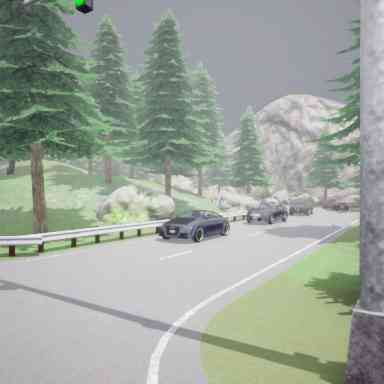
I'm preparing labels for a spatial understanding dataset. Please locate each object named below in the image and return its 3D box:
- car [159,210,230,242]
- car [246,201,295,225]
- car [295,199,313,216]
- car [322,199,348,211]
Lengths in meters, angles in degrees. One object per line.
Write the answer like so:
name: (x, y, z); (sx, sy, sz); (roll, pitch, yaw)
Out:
car: (0.216, 1.587, 16.532); (1.994, 1.385, 4.181); (0, 0, 33)
car: (5.680, 1.521, 24.842); (2.128, 1.511, 4.902); (0, 0, 33)
car: (11.075, 1.540, 33.519); (1.837, 1.490, 4.892); (0, 0, 26)
car: (17.804, 1.614, 41.392); (1.812, 1.442, 4.674); (1, 0, 2)
